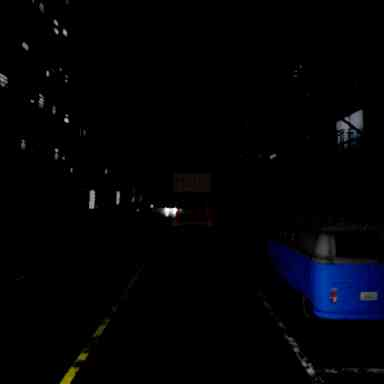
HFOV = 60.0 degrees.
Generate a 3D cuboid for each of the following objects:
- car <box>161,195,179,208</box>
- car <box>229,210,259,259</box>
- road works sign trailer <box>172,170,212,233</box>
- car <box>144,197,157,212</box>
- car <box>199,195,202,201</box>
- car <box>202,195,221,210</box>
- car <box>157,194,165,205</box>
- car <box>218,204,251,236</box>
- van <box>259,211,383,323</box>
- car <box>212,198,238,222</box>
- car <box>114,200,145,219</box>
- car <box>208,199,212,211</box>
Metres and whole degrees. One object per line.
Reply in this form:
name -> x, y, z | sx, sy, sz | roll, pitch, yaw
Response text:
car -> -3.052, 1.554, 49.904 | 2.128, 1.511, 4.902 | 0, 0, 0
car -> 2.699, 1.584, 12.550 | 1.947, 1.339, 4.313 | 0, 0, 0
road works sign trailer -> 0.012, 0.493, 19.959 | 2.380, 3.560, 2.880 | 0, 0, 0
car -> -5.664, 1.579, 40.570 | 1.752, 1.417, 4.829 | 0, 0, 0
car -> 2.747, 1.626, 91.630 | 1.752, 1.417, 4.829 | 0, 0, 0
car -> 2.718, 1.368, 40.732 | 2.192, 1.841, 5.009 | 0, 0, 0
car -> -5.654, 1.511, 57.651 | 1.967, 1.590, 4.097 | 0, 0, 0
car -> 2.703, 1.571, 18.187 | 1.887, 1.381, 4.507 | 0, 0, 0
van -> 2.697, 1.351, 6.914 | 1.690, 1.788, 3.998 | 0, 0, 0
car -> 2.706, 1.473, 23.824 | 1.967, 1.590, 4.097 | 0, 0, 0
car -> -5.671, 1.607, 29.467 | 1.947, 1.339, 4.313 | 0, 0, 0
car -> 2.710, 1.591, 29.459 | 2.008, 1.369, 4.403 | 0, 0, 0
